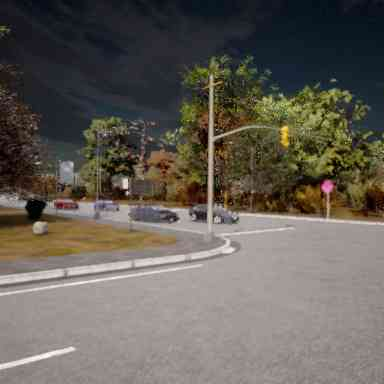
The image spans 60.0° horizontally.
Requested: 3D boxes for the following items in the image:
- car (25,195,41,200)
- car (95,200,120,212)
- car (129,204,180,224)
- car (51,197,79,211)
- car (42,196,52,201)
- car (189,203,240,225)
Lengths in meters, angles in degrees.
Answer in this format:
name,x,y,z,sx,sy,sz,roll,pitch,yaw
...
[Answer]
name,x,y,z,sx,sy,sz,roll,pitch,yaw
car,-40.520,1.674,84.945,1.837,1.490,4.892,1,0,-39
car,-10.793,1.711,42.142,1.812,1.442,4.674,1,0,-39
car,-3.174,1.704,27.032,2.033,1.411,5.357,1,-1,-39
car,-16.394,1.616,43.554,1.882,1.535,5.008,1,0,-38
car,-37.790,1.742,87.135,2.128,1.511,4.902,1,0,-39
car,1.700,1.706,26.549,1.837,1.490,4.892,1,0,-39
